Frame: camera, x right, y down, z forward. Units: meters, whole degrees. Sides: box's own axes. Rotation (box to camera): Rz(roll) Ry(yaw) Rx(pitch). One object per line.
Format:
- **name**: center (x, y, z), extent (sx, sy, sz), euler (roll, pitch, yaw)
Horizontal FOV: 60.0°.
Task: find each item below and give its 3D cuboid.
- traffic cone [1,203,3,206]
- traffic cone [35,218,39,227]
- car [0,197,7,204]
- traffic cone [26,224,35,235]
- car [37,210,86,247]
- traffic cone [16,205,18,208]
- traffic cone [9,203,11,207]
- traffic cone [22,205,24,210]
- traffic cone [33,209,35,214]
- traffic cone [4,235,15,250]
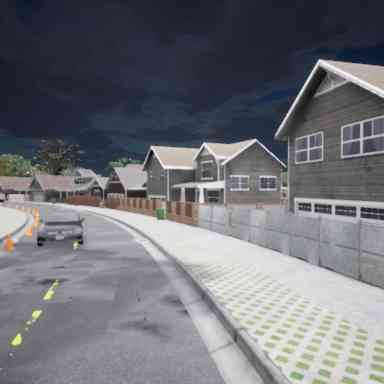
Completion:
- **traffic cone**: center (-31.541, 1.992, 55.147), extent (0.340, 0.580, 0.340), euler (-1, 1, -43)
- **traffic cone**: center (-10.515, 2.048, 22.485), extent (0.340, 0.580, 0.340), euler (0, 0, -22)
- **car**: center (-36.871, 1.588, 62.857), extent (4.718, 1.301, 1.895), euler (0, 1, 40)
- **traffic cone**: center (-8.787, 2.022, 17.917), extent (0.340, 0.580, 0.340), euler (0, 0, -19)
- **car**: center (-5.990, 1.573, 15.478), extent (1.812, 1.442, 4.674), euler (0, 0, -18)
- **traffic cone**: center (-25.159, 2.037, 47.756), extent (0.340, 0.580, 0.340), euler (0, 1, -38)
- **traffic cone**: center (-28.263, 2.014, 51.526), extent (0.340, 0.580, 0.340), euler (0, 1, -41)
- **traffic cone**: center (-22.235, 2.058, 43.845), extent (0.340, 0.580, 0.340), euler (0, 0, -35)
- **traffic cone**: center (-14.600, 2.075, 31.354), extent (0.340, 0.580, 0.340), euler (0, 0, -27)
- **traffic cone**: center (-7.275, 1.997, 13.272), extent (0.340, 0.580, 0.340), euler (0, 0, -17)
